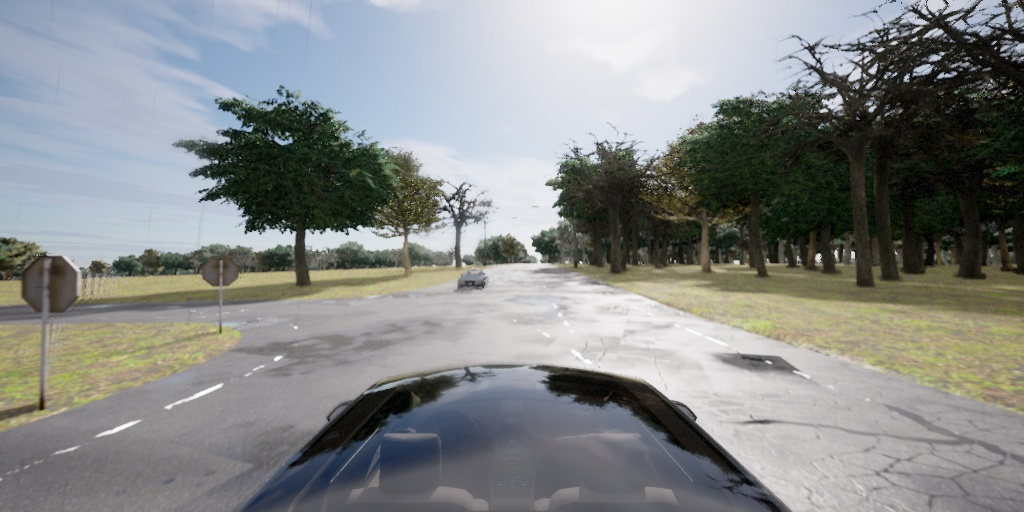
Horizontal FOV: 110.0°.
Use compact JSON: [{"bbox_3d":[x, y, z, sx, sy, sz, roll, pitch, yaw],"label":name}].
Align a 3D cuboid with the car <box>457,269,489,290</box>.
[{"bbox_3d":[-2.838,1.712,26.877,1.994,1.385,4.181,-1,1,2],"label":"car"}]
